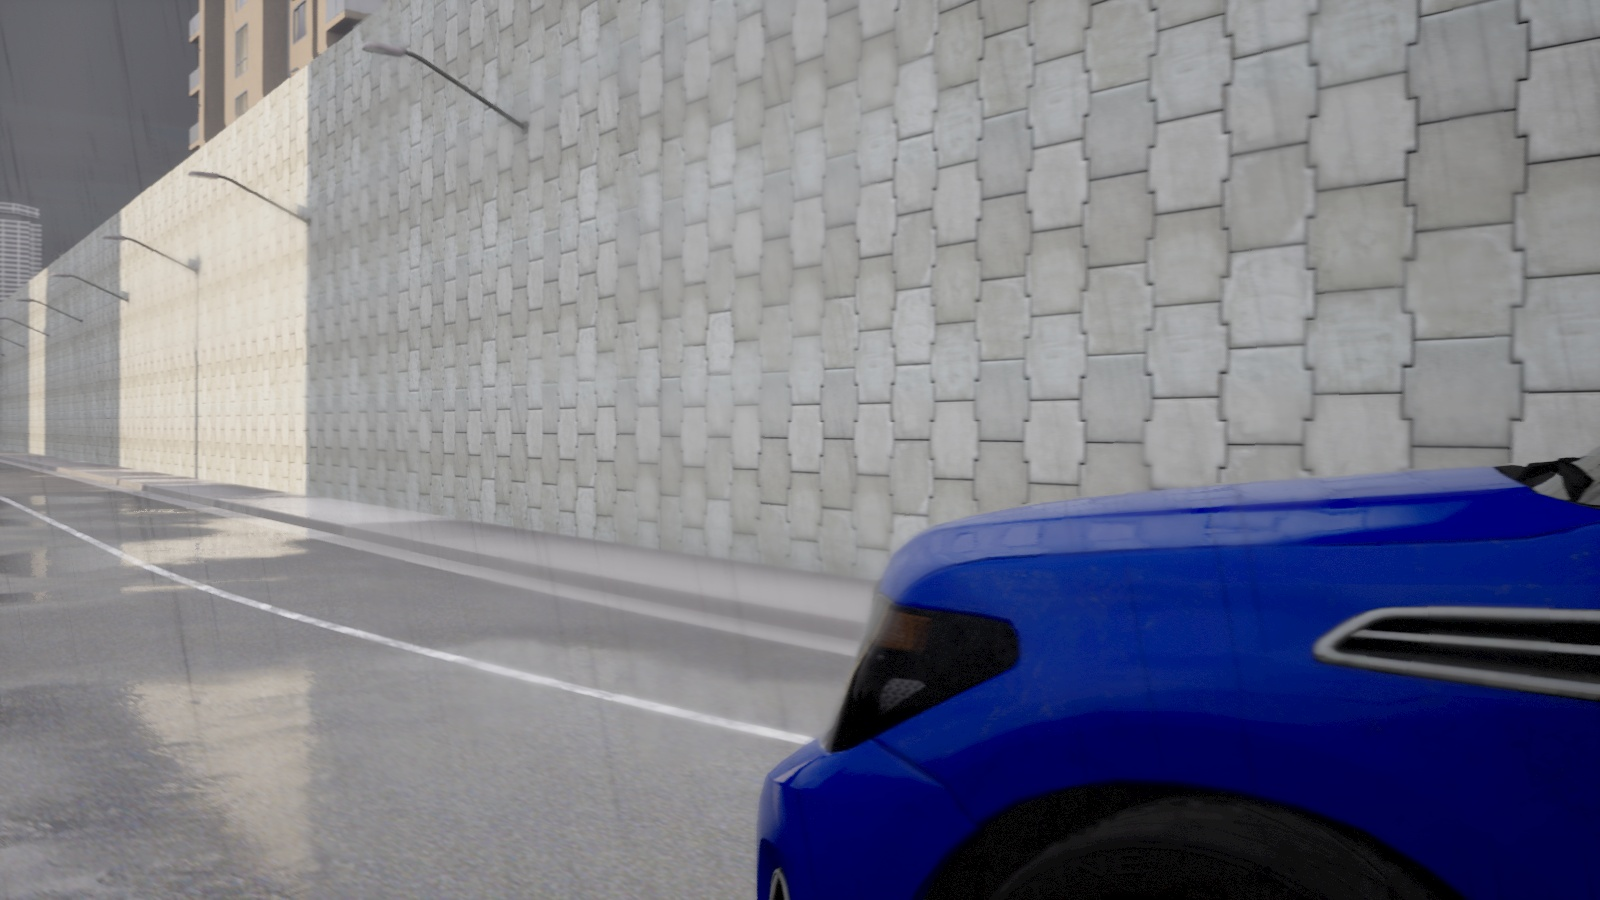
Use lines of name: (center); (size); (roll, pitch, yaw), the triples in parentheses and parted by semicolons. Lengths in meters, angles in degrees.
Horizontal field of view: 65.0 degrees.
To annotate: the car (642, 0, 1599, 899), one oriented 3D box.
car: (2.658, 0.406, 1.790); (5.566, 2.045, 2.150); (0, 1, 31)
